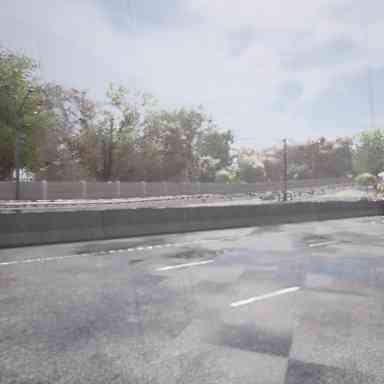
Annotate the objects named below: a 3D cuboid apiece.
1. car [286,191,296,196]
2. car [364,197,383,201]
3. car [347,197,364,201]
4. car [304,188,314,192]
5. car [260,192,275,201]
[{"bbox_3d":[22.511,0.456,76.036,2.128,1.511,4.902,0,2,33],"label":"car"},{"bbox_3d":[28.805,1.478,50.257,5.357,1.411,2.033,0,0,-35],"label":"car"},{"bbox_3d":[26.644,1.478,53.007,5.357,1.411,2.033,0,0,-35],"label":"car"},{"bbox_3d":[31.317,-0.307,88.835,1.812,1.442,4.674,0,3,36],"label":"car"},{"bbox_3d":[14.271,0.797,62.847,2.128,1.511,4.902,0,1,31],"label":"car"}]
